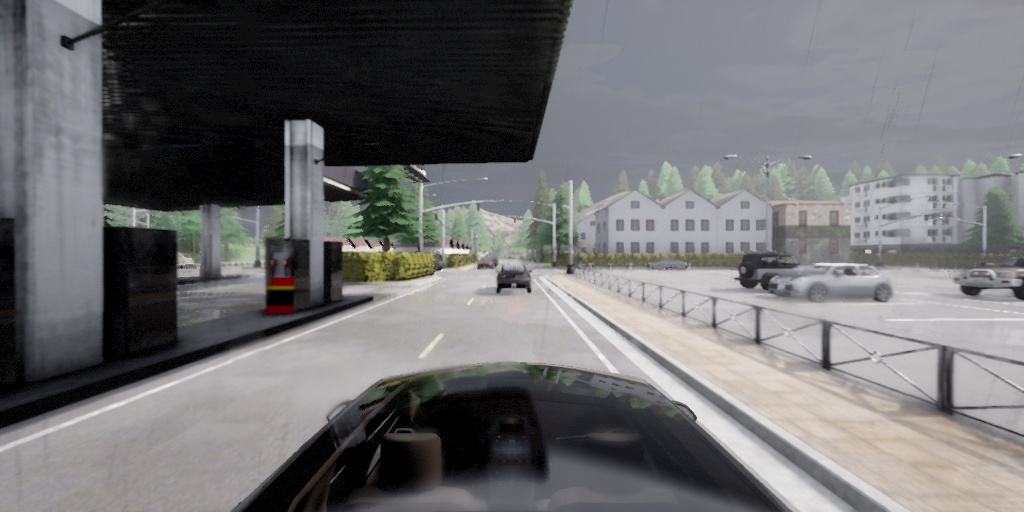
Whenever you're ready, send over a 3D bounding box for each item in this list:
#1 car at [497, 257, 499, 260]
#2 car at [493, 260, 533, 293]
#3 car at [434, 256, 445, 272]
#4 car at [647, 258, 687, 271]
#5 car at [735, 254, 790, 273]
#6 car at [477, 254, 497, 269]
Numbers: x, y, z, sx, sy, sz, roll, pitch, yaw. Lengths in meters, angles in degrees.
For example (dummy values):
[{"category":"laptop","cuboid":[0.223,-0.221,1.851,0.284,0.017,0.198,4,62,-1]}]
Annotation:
[{"category":"car","cuboid":[-3.497,0.679,58.431,2.150,2.045,5.566,0,0,0]},{"category":"car","cuboid":[0.098,1.161,19.915,1.837,1.490,4.892,0,0,0]},{"category":"car","cuboid":[-9.919,0.773,40.336,4.553,1.767,2.097,3,0,0]},{"category":"car","cuboid":[17.430,0.923,40.423,4.181,1.385,1.994,0,0,0]},{"category":"car","cuboid":[27.894,0.837,40.456,5.008,1.535,1.882,0,0,0]},{"category":"car","cuboid":[-3.498,0.862,48.193,2.097,1.767,4.553,0,0,0]}]
